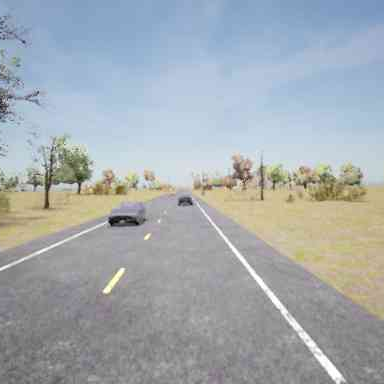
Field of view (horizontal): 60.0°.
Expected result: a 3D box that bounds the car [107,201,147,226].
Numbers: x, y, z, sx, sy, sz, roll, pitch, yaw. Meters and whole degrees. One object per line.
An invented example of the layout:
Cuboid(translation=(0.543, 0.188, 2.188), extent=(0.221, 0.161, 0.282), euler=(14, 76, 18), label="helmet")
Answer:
Cuboid(translation=(-4.062, 1.322, 21.724), extent=(2.033, 1.411, 5.357), euler=(-1, 1, -1), label="car")

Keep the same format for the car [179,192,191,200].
Cuboid(translation=(-1.333, 0.756, 63.087), extent=(2.033, 1.411, 5.357), euler=(-1, 1, -1), label="car")

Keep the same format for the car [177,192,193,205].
Cuboid(translation=(-0.885, 0.952, 44.247), extent=(1.837, 1.490, 4.892), euler=(-1, 1, -1), label="car")
